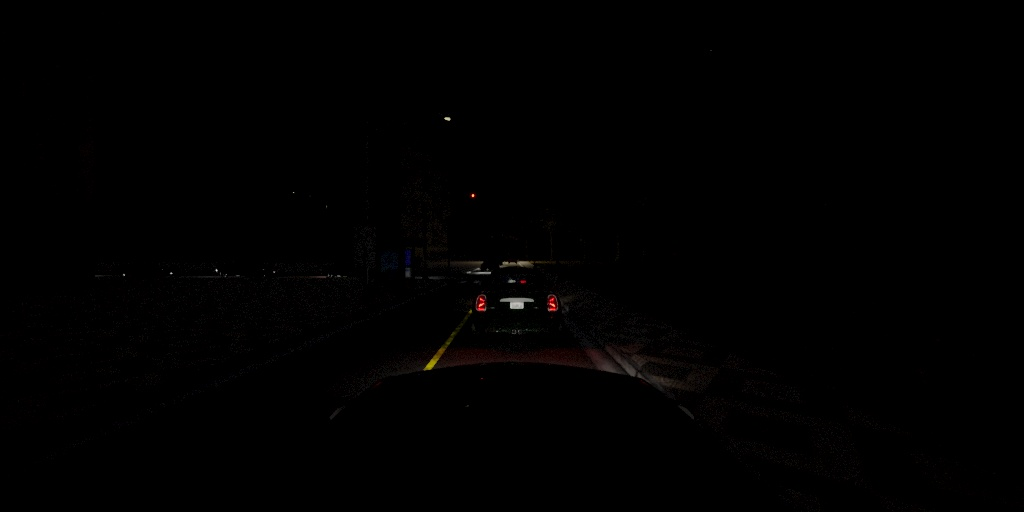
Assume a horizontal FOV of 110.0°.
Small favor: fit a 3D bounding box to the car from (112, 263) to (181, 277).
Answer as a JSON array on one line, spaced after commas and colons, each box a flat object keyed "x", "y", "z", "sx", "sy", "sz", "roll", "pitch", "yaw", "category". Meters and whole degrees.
[{"x": -33.052, "y": 1.249, "z": 32.532, "sx": 4.718, "sy": 1.301, "sz": 1.895, "roll": 0, "pitch": 1, "yaw": 2, "category": "car"}]

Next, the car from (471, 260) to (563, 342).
[{"x": 0.116, "y": 1.099, "z": 9.949, "sx": 2.097, "sy": 1.767, "sz": 4.553, "roll": 0, "pitch": 0, "yaw": 0, "category": "car"}]

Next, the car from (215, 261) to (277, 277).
[{"x": -23.815, "y": 1.166, "z": 32.263, "sx": 4.902, "sy": 1.511, "sz": 2.128, "roll": 0, "pitch": 1, "yaw": 2, "category": "car"}]

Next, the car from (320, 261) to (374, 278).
[{"x": -14.443, "y": 1.192, "z": 31.996, "sx": 4.902, "sy": 1.511, "sz": 2.128, "roll": 0, "pitch": 1, "yaw": 2, "category": "car"}]

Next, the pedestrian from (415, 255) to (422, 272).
[{"x": -9.969, "y": 0.800, "z": 38.103, "sx": 0.375, "sy": 1.860, "sz": 0.375, "roll": 0, "pitch": 0, "yaw": 2, "category": "pedestrian"}]
